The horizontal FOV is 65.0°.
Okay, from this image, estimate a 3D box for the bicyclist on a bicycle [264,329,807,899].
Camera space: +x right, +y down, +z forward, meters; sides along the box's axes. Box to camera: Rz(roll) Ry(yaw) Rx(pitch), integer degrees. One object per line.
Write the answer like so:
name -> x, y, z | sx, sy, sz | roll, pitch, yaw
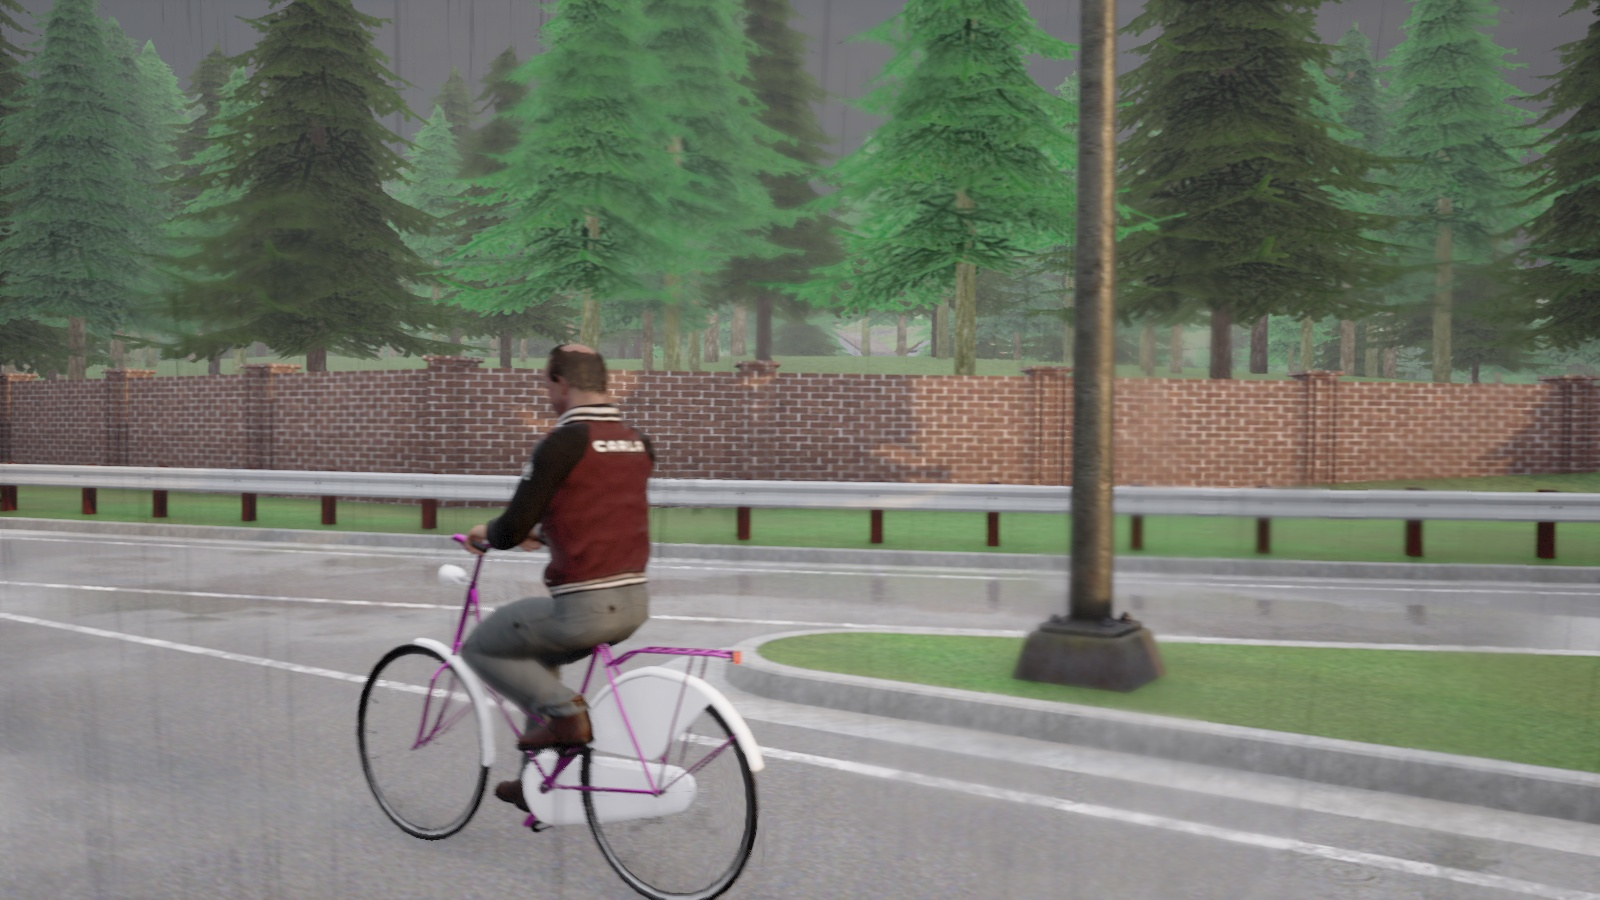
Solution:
bicyclist on a bicycle -> -0.937, 0.553, 4.228 | 1.843, 1.776, 0.659 | 0, 1, 33
